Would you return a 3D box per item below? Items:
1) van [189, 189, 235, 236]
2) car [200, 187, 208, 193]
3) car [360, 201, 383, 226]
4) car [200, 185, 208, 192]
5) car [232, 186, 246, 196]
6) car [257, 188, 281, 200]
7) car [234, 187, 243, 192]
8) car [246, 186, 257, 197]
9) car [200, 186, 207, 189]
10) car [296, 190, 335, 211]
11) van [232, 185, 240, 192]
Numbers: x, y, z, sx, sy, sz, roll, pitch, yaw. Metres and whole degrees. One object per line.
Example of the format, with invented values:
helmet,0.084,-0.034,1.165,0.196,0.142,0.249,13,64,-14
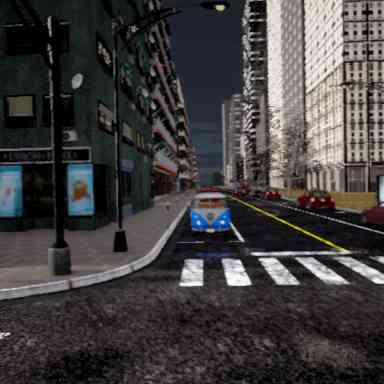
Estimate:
van,0.789,0.939,15.144,1.690,1.788,3.998,-1,1,2
car,2.876,-0.495,81.428,1.947,1.339,4.313,-1,1,2
car,9.168,1.006,14.881,1.802,1.307,4.206,-1,1,2
car,3.221,-1.015,92.467,2.192,1.841,5.009,-1,1,2
car,7.870,0.038,56.233,1.895,1.301,4.718,-1,1,2
car,10.033,0.164,42.494,1.967,1.590,4.097,-1,1,2
car,11.251,-0.654,81.160,1.802,1.307,4.206,-1,1,2
car,10.382,-0.002,53.543,2.008,1.369,4.403,-1,1,2
car,0.963,0.773,20.667,2.192,1.841,5.009,-1,1,2
car,9.513,0.582,25.925,1.967,1.590,4.097,-1,1,2
van,11.421,-1.030,86.677,1.690,1.788,3.998,-1,1,2
